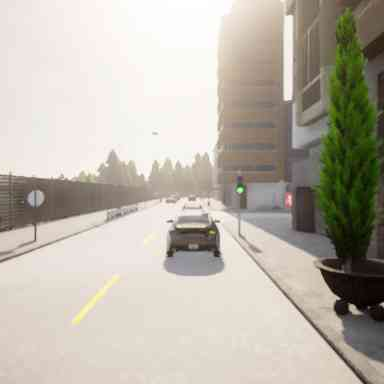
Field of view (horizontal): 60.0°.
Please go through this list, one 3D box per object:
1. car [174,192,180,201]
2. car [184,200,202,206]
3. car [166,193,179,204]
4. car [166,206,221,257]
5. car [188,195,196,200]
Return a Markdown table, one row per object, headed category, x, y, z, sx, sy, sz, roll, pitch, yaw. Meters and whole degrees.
| category | x | y | z | sx | sy | sz | roll | pitch | yaw |
| --- | --- | --- | --- | --- | --- | --- | --- | --- | --- |
| car | -3.972 | 1.128 | 79.311 | 2.150 | 2.045 | 5.566 | 0 | 0 | 0 |
| car | 0.066 | 1.588 | 27.557 | 1.895 | 1.301 | 4.718 | 0 | 0 | 0 |
| car | -3.998 | 1.496 | 63.816 | 1.812 | 1.442 | 4.674 | 0 | 0 | 1 |
| car | 0.063 | 1.497 | 12.906 | 1.837 | 1.490 | 4.892 | 0 | -1 | 0 |
| car | 0.027 | 1.462 | 77.555 | 1.837 | 1.490 | 4.892 | 0 | 0 | 0 |
